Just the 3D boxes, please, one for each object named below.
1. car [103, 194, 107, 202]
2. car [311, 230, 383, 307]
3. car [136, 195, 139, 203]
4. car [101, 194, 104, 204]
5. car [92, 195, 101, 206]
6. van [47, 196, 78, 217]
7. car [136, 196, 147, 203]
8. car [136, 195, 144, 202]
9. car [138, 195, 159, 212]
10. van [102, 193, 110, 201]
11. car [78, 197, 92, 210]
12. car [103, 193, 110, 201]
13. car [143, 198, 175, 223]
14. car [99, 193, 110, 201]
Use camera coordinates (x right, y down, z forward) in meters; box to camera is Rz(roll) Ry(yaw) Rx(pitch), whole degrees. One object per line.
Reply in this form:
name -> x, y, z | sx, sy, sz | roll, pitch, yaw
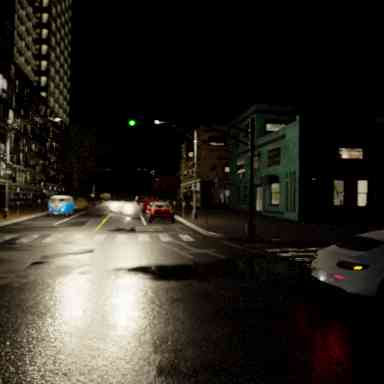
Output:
car -> -17.930, 1.493, 63.387 | 1.947, 1.339, 4.313 | 2, 0, -10
car -> 5.065, 1.588, 7.567 | 4.674, 1.442, 1.812 | 0, 0, -10
car -> -8.661, 1.400, 59.365 | 2.192, 1.841, 5.009 | 2, 0, -10
car -> -16.902, 1.490, 57.807 | 1.947, 1.339, 4.313 | 2, 0, -10
car -> -15.875, 1.502, 52.227 | 1.802, 1.307, 4.206 | 2, 0, -10
van -> -11.754, 1.247, 29.909 | 1.690, 1.788, 3.998 | 2, 0, -10
car -> -10.726, 1.657, 70.524 | 1.947, 1.339, 4.313 | 2, 0, -10
car -> -12.777, 1.539, 81.684 | 1.967, 1.590, 4.097 | 2, 0, -10
car -> -4.548, 1.385, 37.045 | 2.192, 1.841, 5.009 | 2, 0, -10
van -> -22.034, 1.283, 85.709 | 1.690, 1.788, 3.998 | 2, 0, -10
car -> -13.786, 1.438, 40.900 | 1.752, 1.417, 4.829 | 2, 0, -10
car -> -19.986, 1.485, 74.548 | 2.008, 1.369, 4.403 | 2, 0, -10
car -> -2.497, 1.502, 25.884 | 1.967, 1.590, 4.097 | 2, 0, -10
car -> -21.005, 1.253, 80.130 | 2.192, 1.841, 5.009 | 2, 0, -10
